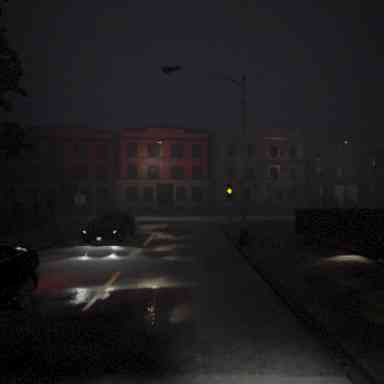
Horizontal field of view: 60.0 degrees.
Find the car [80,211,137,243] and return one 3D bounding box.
[{"bbox_3d":[-4.140,1.723,17.474,2.033,1.411,5.357,0,-1,0],"label":"car"}]

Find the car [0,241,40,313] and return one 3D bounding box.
[{"bbox_3d":[-4.117,1.546,5.109,2.128,1.511,4.902,0,-1,0],"label":"car"}]
